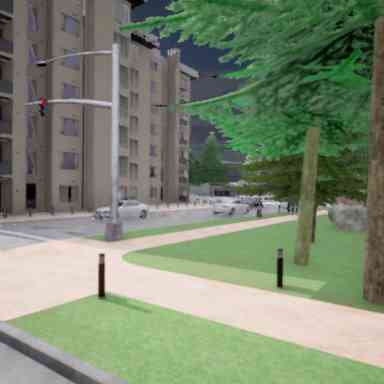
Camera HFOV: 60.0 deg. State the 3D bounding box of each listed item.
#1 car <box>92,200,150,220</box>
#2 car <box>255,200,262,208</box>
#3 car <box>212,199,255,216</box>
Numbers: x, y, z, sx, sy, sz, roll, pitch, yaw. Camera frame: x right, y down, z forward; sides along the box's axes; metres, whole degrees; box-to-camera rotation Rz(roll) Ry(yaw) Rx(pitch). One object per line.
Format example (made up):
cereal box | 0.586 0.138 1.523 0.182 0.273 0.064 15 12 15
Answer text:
car | -5.146 1.320 24.747 1.812 1.442 4.674 1 1 37
car | 7.076 1.363 41.130 1.994 1.385 4.181 1 0 37
car | 3.577 1.365 30.314 1.812 1.442 4.674 1 0 37
